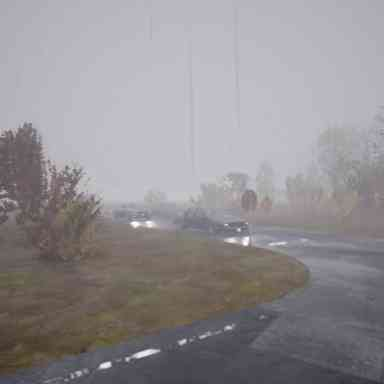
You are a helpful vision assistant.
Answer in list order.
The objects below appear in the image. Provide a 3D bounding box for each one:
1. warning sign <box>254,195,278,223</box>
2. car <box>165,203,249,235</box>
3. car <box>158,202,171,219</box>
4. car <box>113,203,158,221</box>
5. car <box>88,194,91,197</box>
[{"bbox_3d":[5.177,1.159,23.191,1.300,1.860,1.060,0,0,-36],"label":"warning sign"},{"bbox_3d":[0.874,1.566,19.318,2.033,1.411,5.357,0,0,-36],"label":"car"},{"bbox_3d":[-2.449,1.605,29.353,1.994,1.385,4.181,0,0,-35],"label":"car"},{"bbox_3d":[-4.963,1.591,27.461,1.994,1.385,4.181,0,0,-36],"label":"car"},{"bbox_3d":[-15.668,1.286,47.840,2.150,2.045,5.566,0,0,-35],"label":"car"}]
